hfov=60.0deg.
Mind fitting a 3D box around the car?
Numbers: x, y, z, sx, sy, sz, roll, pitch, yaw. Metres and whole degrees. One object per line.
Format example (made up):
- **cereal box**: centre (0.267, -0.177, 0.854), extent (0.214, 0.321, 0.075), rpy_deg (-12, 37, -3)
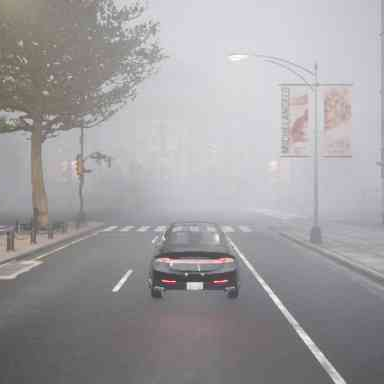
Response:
- **car**: centre (0.064, 1.491, 8.465), extent (2.128, 1.511, 4.902), rpy_deg (0, 0, 0)
